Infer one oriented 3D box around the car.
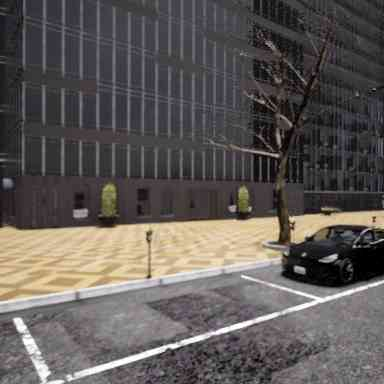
[{"bbox_3d":[4.544,1.656,9.803,4.313,1.339,1.947,1,-1,-35],"label":"car"}]
